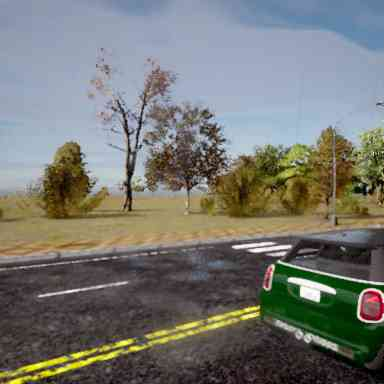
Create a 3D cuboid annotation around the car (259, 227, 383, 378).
[{"bbox_3d":[3.331,1.405,5.649,4.553,1.767,2.097,1,0,-34],"label":"car"}]
